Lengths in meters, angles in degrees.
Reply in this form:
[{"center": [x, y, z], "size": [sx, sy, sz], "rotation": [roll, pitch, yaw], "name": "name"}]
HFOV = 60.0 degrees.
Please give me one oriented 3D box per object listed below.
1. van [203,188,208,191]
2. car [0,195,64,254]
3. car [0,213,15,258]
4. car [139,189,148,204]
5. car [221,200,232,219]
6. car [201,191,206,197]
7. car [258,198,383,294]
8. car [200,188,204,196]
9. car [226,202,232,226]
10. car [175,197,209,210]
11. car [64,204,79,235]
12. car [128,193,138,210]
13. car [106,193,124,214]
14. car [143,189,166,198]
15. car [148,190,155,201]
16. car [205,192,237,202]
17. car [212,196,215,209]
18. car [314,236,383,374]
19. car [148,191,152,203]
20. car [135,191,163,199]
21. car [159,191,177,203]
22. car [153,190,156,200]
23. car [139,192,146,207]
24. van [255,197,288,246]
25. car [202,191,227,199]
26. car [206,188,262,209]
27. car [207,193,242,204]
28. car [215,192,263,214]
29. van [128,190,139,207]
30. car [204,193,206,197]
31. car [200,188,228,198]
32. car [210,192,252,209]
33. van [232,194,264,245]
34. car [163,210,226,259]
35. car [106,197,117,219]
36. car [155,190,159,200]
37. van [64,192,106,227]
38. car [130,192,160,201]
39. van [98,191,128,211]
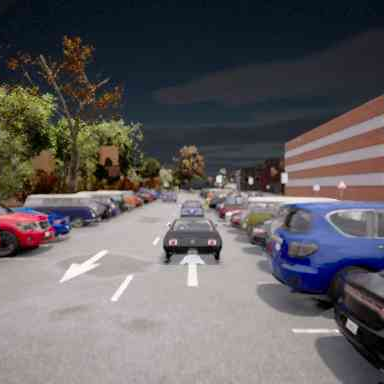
[{"center": [4.315, 0.631, 49.270], "size": [4.442, 1.987, 1.878], "rotation": [0, 1, 0], "name": "van"}, {"center": [-8.129, 1.215, 12.356], "size": [5.566, 2.045, 2.435], "rotation": [0, 0, 0], "name": "car"}, {"center": [-8.129, 1.499, 9.533], "size": [4.792, 1.488, 2.163], "rotation": [0, 0, 0], "name": "car"}, {"center": [-8.170, 0.892, 40.608], "size": [4.553, 1.767, 2.185], "rotation": [0, 1, 0], "name": "car"}, {"center": [4.425, 1.425, 21.023], "size": [4.674, 1.452, 2.002], "rotation": [0, 1, 0], "name": "car"}, {"center": [4.244, 0.959, 43.624], "size": [5.366, 1.575, 1.946], "rotation": [0, 1, 0], "name": "car"}, {"center": [4.445, 1.222, 6.872], "size": [5.566, 2.045, 2.435], "rotation": [0, 0, 0], "name": "car"}, {"center": [4.442, 0.590, 63.400], "size": [5.008, 1.535, 2.097], "rotation": [0, 1, 0], "name": "car"}, {"center": [4.418, 1.473, 18.189], "size": [4.674, 1.452, 2.002], "rotation": [0, 1, 0], "name": "car"}, {"center": [0.029, 1.361, 25.900], "size": [2.033, 1.411, 5.357], "rotation": [0, 1, 1], "name": "car"}, {"center": [-8.150, 1.460, 15.191], "size": [5.008, 1.535, 2.097], "rotation": [0, 0, 0], "name": "car"}, {"center": [-8.150, 1.175, 32.266], "size": [4.892, 1.521, 2.231], "rotation": [0, 1, 0], "name": "car"}, {"center": [-8.116, 1.156, 26.492], "size": [4.553, 1.767, 2.185], "rotation": [0, 1, 0], "name": "car"}, {"center": [-8.071, 0.288, 71.795], "size": [4.553, 1.767, 2.185], "rotation": [0, 0, 0], "name": "car"}, {"center": [-8.142, 0.912, 46.256], "size": [5.008, 1.535, 2.097], "rotation": [0, 1, 0], "name": "car"}, {"center": [4.462, 0.833, 52.100], "size": [4.792, 1.488, 2.163], "rotation": [0, 1, 0], "name": "car"}, {"center": [4.422, 1.266, 29.498], "size": [4.674, 1.452, 2.002], "rotation": [0, 1, 0], "name": "car"}, {"center": [4.411, 1.476, 4.047], "size": [5.008, 1.535, 2.097], "rotation": [0, 0, 0], "name": "car"}, {"center": [-8.133, 0.965, 43.433], "size": [5.008, 1.535, 2.097], "rotation": [0, 1, 0], "name": "car"}, {"center": [-8.143, 0.592, 63.320], "size": [4.892, 1.521, 2.231], "rotation": [0, 1, 0], "name": "car"}, {"center": [-3.317, 0.707, 50.384], "size": [2.097, 1.767, 4.553], "rotation": [0, 1, 0], "name": "car"}, {"center": [-8.166, 0.887, 49.204], "size": [4.792, 1.488, 2.163], "rotation": [0, 1, 0], "name": "car"}, {"center": [-8.146, 1.070, 37.787], "size": [5.008, 1.535, 2.097], "rotation": [0, 1, 0], "name": "car"}, {"center": [4.301, 1.244, 9.698], "size": [4.442, 1.987, 1.878], "rotation": [0, 0, 0], "name": "van"}, {"center": [4.440, 0.573, 66.228], "size": [4.674, 1.452, 2.002], "rotation": [0, 1, 0], "name": "car"}, {"center": [4.398, 0.922, 32.318], "size": [5.566, 2.045, 2.435], "rotation": [0, 1, 0], "name": "car"}, {"center": [4.433, 0.949, 46.450], "size": [4.674, 1.452, 2.002], "rotation": [0, 1, 0], "name": "car"}, {"center": [4.393, 1.153, 26.670], "size": [4.553, 1.767, 2.185], "rotation": [0, 1, 0], "name": "car"}, {"center": [-8.257, 0.895, 35.086], "size": [4.442, 1.987, 1.878], "rotation": [0, 1, 0], "name": "van"}, {"center": [4.242, 1.117, 35.148], "size": [5.366, 1.575, 1.946], "rotation": [0, 1, 0], "name": "car"}, {"center": [4.467, 0.226, 69.046], "size": [5.566, 2.045, 2.435], "rotation": [0, 1, 0], "name": "car"}, {"center": [4.397, 0.942, 37.971], "size": [4.553, 1.767, 2.185], "rotation": [0, 1, 0], "name": "car"}, {"center": [4.303, 1.235, 15.229], "size": [4.442, 1.987, 1.878], "rotation": [0, 0, 0], "name": "van"}, {"center": [0.041, 1.587, 12.523], "size": [1.895, 1.301, 4.718], "rotation": [0, 0, 1], "name": "car"}, {"center": [-8.180, 1.362, 23.798], "size": [4.792, 1.488, 2.163], "rotation": [0, 1, 0], "name": "car"}, {"center": [-8.131, 0.804, 52.027], "size": [5.008, 1.535, 2.097], "rotation": [0, 1, 0], "name": "car"}, {"center": [-8.032, 1.159, 20.967], "size": [4.442, 1.987, 1.878], "rotation": [0, 1, 0], "name": "van"}, {"center": [-8.130, 0.700, 57.674], "size": [4.892, 1.521, 2.231], "rotation": [0, 1, 0], "name": "car"}, {"center": [-8.263, 1.001, 29.437], "size": [4.442, 1.987, 1.878], "rotation": [0, 1, 0], "name": "van"}]
